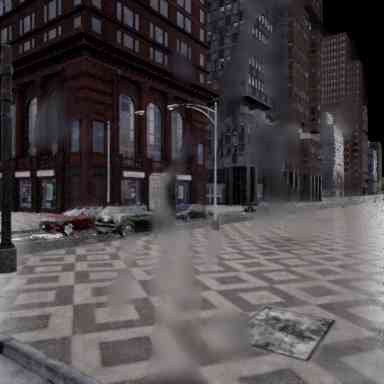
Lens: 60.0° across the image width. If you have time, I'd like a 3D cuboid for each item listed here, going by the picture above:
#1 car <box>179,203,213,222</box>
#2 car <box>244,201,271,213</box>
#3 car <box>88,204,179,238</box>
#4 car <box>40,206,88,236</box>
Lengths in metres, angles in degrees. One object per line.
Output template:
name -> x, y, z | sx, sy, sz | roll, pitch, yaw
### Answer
car -> -0.205, 1.664, 28.070 | 2.033, 1.411, 5.357 | 0, 0, 35
car -> 7.750, 1.744, 39.225 | 1.994, 1.385, 4.181 | 0, 0, 35
car -> -3.112, 1.441, 18.637 | 2.097, 1.767, 4.553 | 0, 0, 37
car -> -6.307, 1.546, 19.479 | 1.882, 1.535, 5.008 | 0, 0, 36
